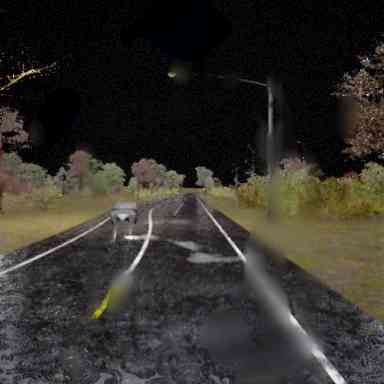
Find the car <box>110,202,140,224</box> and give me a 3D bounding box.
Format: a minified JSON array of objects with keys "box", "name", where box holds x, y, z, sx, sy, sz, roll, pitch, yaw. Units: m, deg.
[{"box":[-4.903,1.483,24.626,2.128,1.511,4.902,0,0,-7],"name":"car"}]
